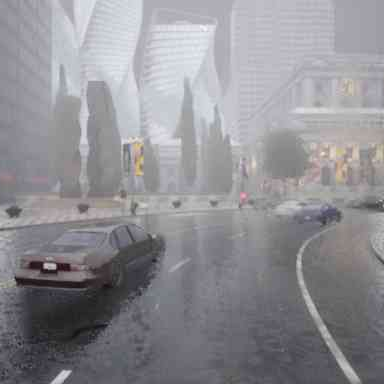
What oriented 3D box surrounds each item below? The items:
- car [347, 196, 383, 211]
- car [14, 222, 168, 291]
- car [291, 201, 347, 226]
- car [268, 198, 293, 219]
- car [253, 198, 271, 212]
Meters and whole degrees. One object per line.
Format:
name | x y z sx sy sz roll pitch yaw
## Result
car | 20.290 1.258 38.919 4.553 1.767 2.097 0 0 -19
car | -2.281 1.538 9.147 2.033 1.411 5.357 0 0 13
car | 8.838 1.477 22.922 1.812 1.442 4.674 0 0 40
car | 8.604 1.470 27.623 4.674 1.442 1.812 0 0 -44
car | 8.945 1.435 37.005 4.892 1.490 1.837 0 0 -34
